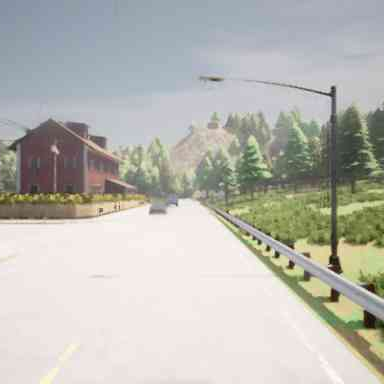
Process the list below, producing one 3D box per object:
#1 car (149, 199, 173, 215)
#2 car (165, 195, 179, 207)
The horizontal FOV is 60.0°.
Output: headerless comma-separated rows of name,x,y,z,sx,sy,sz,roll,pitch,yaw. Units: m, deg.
car,-3.606,1.787,36.821,2.033,1.411,5.357,0,0,0
car,-3.512,1.592,59.338,2.150,2.045,5.566,0,-1,0
